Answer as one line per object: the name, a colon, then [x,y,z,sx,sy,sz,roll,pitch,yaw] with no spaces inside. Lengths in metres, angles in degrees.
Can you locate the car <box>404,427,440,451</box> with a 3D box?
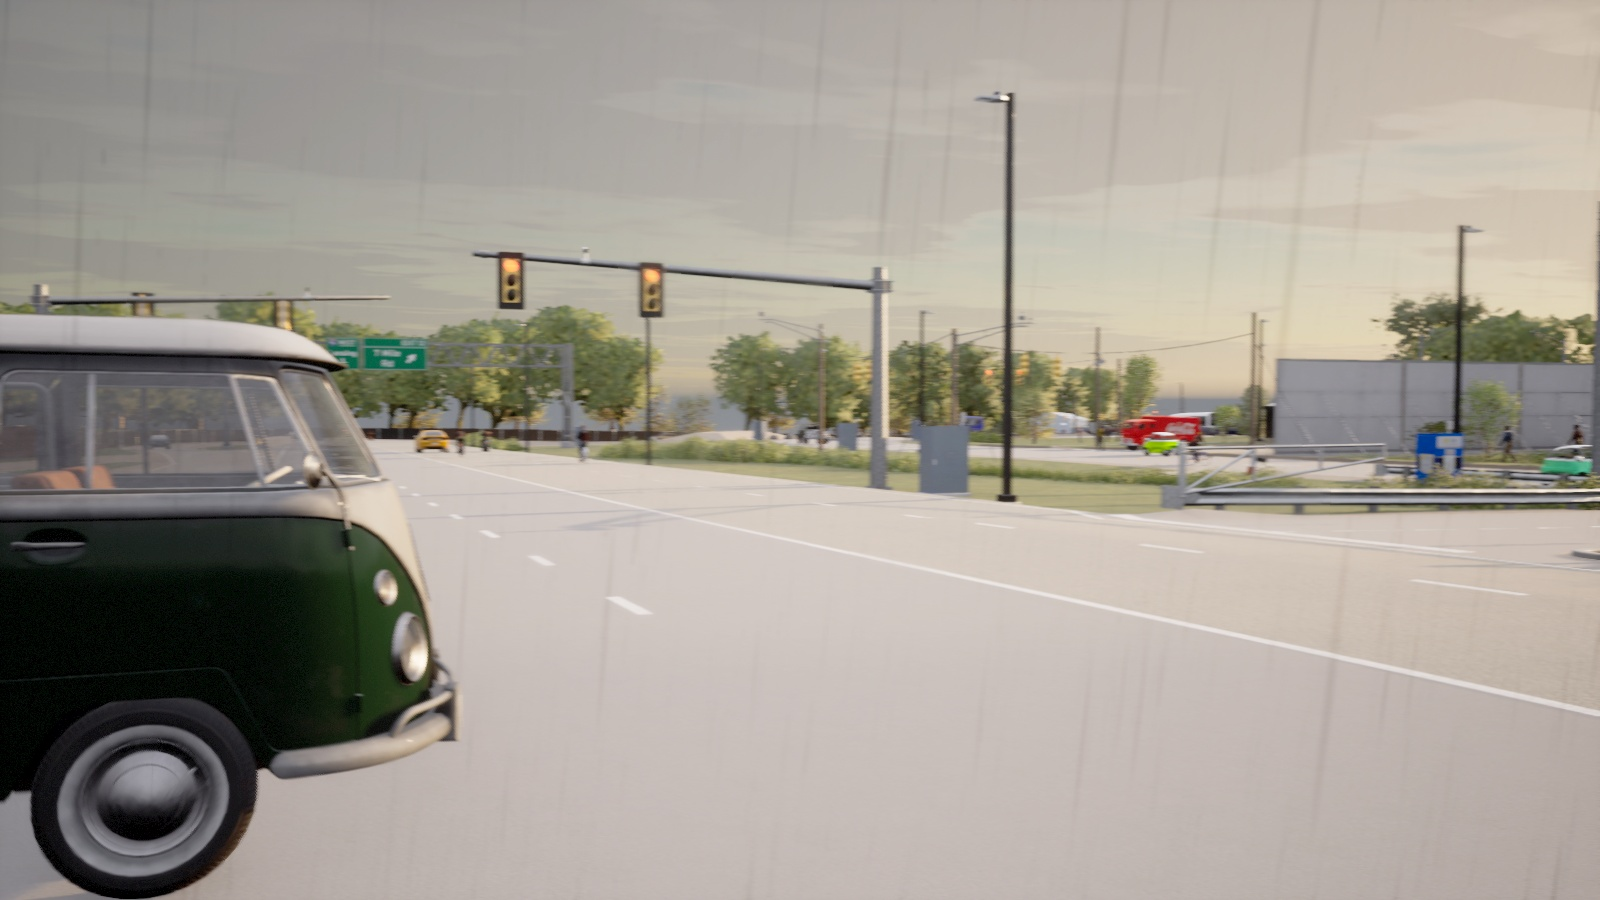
car: [-25.437,-0.769,84.427,1.882,1.535,5.008,-1,1,-22]

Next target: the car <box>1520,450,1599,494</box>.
car: [25.418,0.704,41.666,1.481,1.376,2.207,-1,1,-22]

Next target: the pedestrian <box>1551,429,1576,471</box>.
pedestrian: [33.686,0.003,55.390,0.328,1.805,0.869,-1,3,-23]

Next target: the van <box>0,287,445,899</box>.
van: [-3.643,0.472,4.401,4.442,1.987,1.775,0,1,-22]

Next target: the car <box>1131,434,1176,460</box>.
car: [20.502,-0.187,72.904,1.481,1.376,2.207,-1,2,-22]

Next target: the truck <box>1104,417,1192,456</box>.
truck: [24.097,-0.942,86.945,5.204,2.467,2.627,1,2,-20]

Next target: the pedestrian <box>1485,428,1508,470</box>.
pedestrian: [32.649,-0.044,58.871,0.423,1.949,0.788,-1,3,-22]
